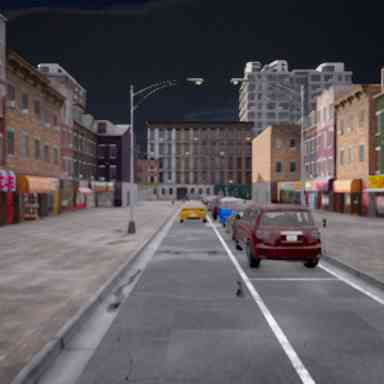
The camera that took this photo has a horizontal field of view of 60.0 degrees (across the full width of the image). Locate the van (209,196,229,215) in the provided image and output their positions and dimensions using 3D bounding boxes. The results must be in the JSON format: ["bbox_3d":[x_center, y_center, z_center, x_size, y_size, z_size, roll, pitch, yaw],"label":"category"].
[{"bbox_3d":[2.637,1.290,33.079,1.690,1.788,3.998,0,0,0],"label":"van"}]

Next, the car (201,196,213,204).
[{"bbox_3d":[2.641,1.457,60.458,2.008,1.369,4.403,0,0,0],"label":"car"}]

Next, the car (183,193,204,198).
[{"bbox_3d":[0.093,1.161,40.251,2.150,2.045,5.566,0,0,0],"label":"car"}]

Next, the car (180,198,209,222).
[{"bbox_3d":[0.098,1.438,25.572,1.882,1.535,5.008,0,0,0],"label":"car"}]

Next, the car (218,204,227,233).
[{"bbox_3d":[2.636,1.525,16.654,2.008,1.369,4.403,0,0,0],"label":"car"}]

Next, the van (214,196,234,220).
[{"bbox_3d":[2.636,1.307,22.128,1.690,1.788,3.998,0,0,0],"label":"van"}]

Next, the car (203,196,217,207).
[{"bbox_3d":[2.639,1.363,49.506,1.967,1.590,4.097,0,0,0],"label":"car"}]

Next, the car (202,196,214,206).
[{"bbox_3d":[2.640,1.440,55.152,1.752,1.417,4.829,0,0,0],"label":"car"}]

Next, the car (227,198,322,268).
[{"bbox_3d":[2.635,1.298,11.178,2.192,1.841,5.009,0,0,0],"label":"car"}]

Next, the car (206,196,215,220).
[{"bbox_3d":[2.637,1.273,27.604,2.192,1.841,5.009,0,0,0],"label":"car"}]

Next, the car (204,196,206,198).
[{"bbox_3d":[2.639,1.466,38.725,1.752,1.417,4.829,0,0,0],"label":"car"}]
